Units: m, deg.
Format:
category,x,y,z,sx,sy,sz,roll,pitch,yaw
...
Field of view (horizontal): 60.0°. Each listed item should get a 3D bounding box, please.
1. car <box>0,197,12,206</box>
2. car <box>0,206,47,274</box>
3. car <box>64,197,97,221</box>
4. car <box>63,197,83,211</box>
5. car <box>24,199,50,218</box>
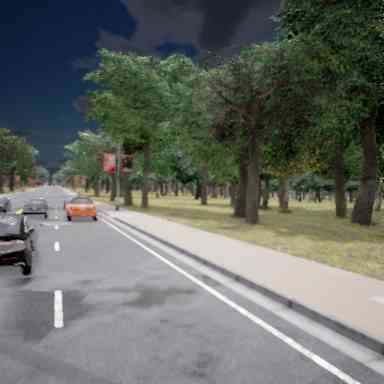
category,x,y,z,sx,sy,sz,roll,pitch,yaw
car,-17.954,1.192,30.924,2.033,1.411,5.357,1,0,-22
car,-5.566,1.379,9.758,2.128,1.511,4.902,1,0,-22
car,-8.652,1.182,25.867,2.097,1.767,4.553,1,0,-22
car,-13.586,1.339,37.869,1.895,1.301,4.718,1,0,-22
car,-12.685,1.297,27.149,2.033,1.411,5.357,1,0,-22
